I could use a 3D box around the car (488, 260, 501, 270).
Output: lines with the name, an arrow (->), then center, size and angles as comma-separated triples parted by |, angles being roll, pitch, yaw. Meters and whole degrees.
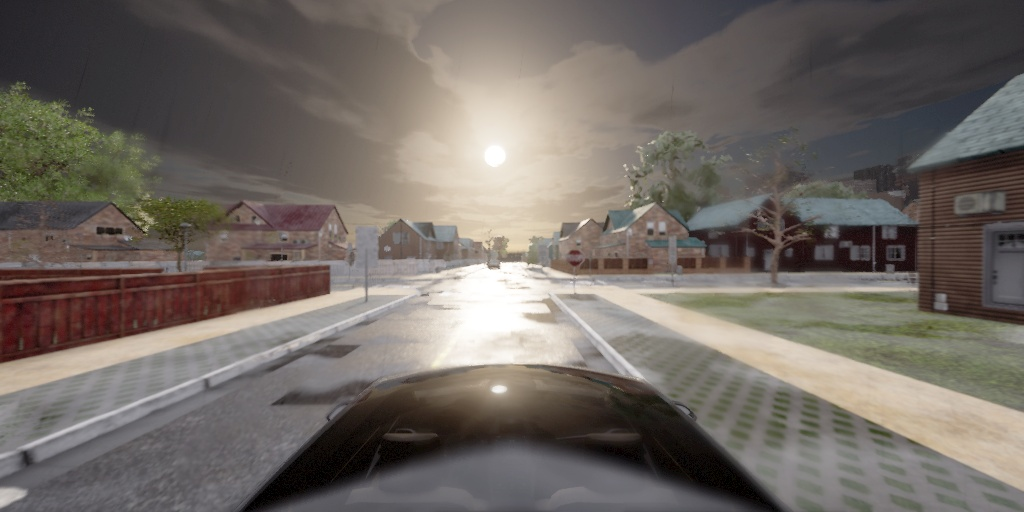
car -> -2.735, 1.374, 56.009 | 1.837, 1.490, 4.892 | 0, 0, 0
